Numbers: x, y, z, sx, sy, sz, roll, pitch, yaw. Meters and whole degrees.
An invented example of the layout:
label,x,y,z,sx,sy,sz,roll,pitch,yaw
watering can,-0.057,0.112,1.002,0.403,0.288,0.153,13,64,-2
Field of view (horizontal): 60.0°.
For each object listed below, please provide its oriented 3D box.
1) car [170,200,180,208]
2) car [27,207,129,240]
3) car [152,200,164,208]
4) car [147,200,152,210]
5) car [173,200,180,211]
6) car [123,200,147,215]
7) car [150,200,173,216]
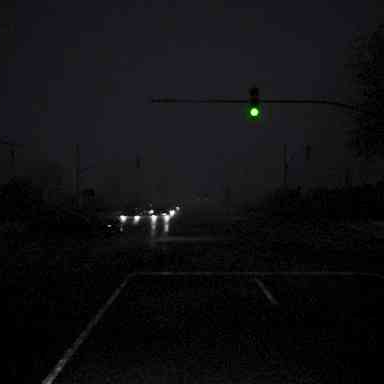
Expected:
label,x,y,z,sx,sy,sz,roll,pitch,yaw
car,-3.531,2.386,68.702,1.837,1.490,4.892,0,-1,0
car,-6.216,1.725,17.854,4.902,1.511,2.128,0,-1,3
car,-7.030,2.436,68.484,1.994,1.385,4.181,0,-1,0
car,-7.108,2.042,53.479,2.097,1.767,4.553,0,-1,0
car,-3.609,2.186,53.822,2.128,1.511,4.902,0,-1,0
car,-7.113,1.874,40.332,2.097,1.767,4.553,0,-1,0
car,-3.607,2.047,40.334,1.812,1.442,4.674,0,0,-1
